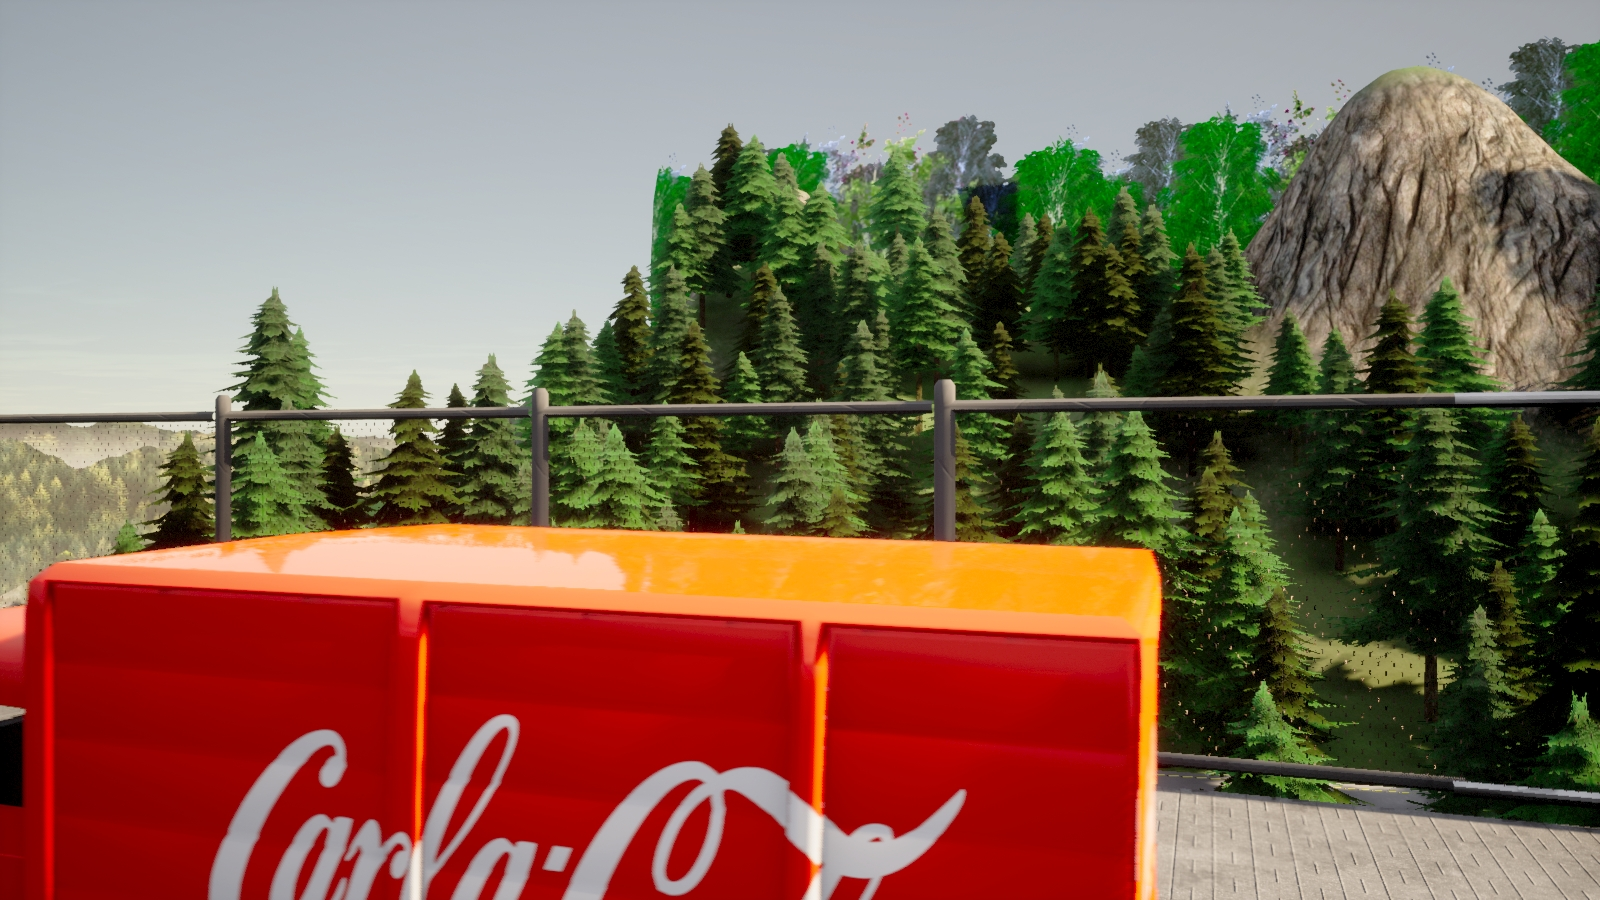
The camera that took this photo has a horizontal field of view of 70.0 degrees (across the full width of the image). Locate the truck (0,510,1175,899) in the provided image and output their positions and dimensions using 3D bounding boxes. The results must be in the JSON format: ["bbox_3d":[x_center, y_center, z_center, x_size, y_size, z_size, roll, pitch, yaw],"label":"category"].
[{"bbox_3d":[-1.349,1.568,4.298,5.204,2.467,2.627,0,0,19],"label":"truck"}]
